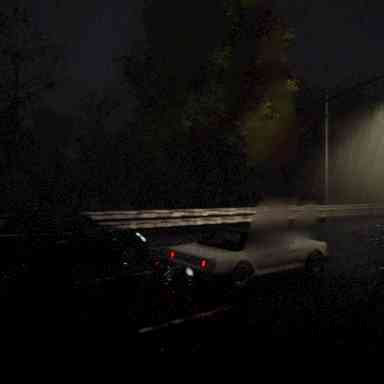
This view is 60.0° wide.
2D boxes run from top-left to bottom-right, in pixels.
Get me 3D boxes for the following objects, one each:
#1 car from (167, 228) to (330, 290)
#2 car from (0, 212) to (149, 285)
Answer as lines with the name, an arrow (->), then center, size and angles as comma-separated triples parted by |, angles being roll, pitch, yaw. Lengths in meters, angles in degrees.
car -> 1.754, 1.657, 9.299 | 4.718, 1.301, 1.895 | 1, 0, -36
car -> -3.555, 1.373, 9.811 | 4.553, 1.767, 2.097 | 1, 0, -36
